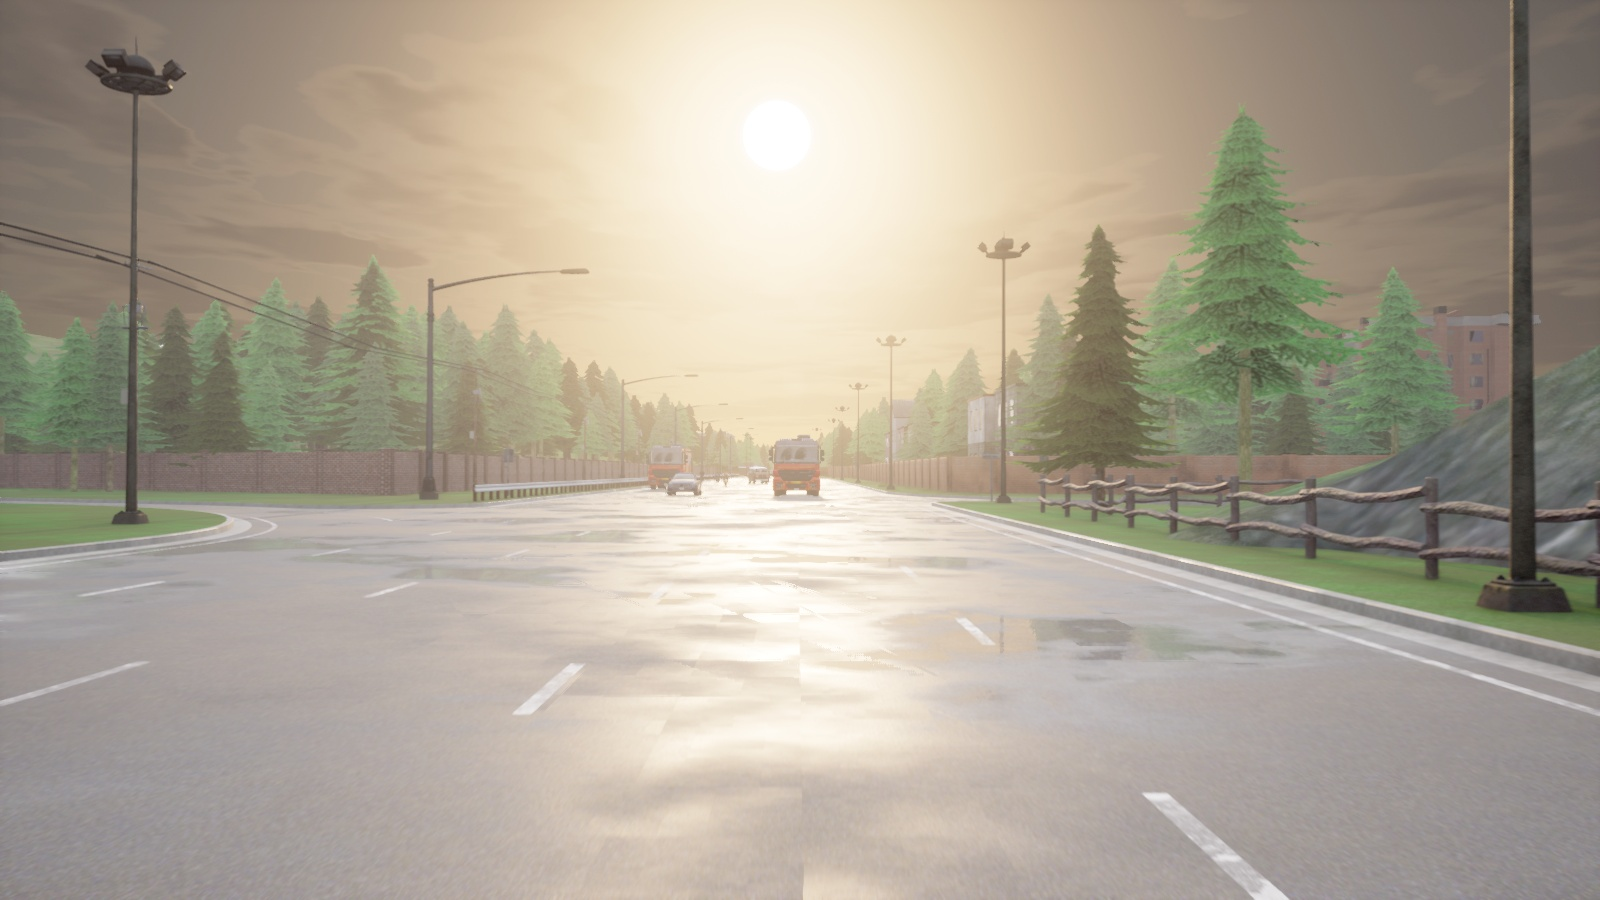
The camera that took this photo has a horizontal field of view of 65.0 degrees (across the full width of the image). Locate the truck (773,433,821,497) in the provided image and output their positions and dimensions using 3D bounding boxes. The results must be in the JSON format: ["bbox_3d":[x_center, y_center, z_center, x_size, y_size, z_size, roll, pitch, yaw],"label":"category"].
[{"bbox_3d":[-0.201,0.980,79.433,2.891,3.827,8.468,0,-1,0],"label":"truck"}]

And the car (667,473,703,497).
[{"bbox_3d":[-7.194,2.187,78.740,1.812,1.442,4.674,0,-1,0],"label":"car"}]
